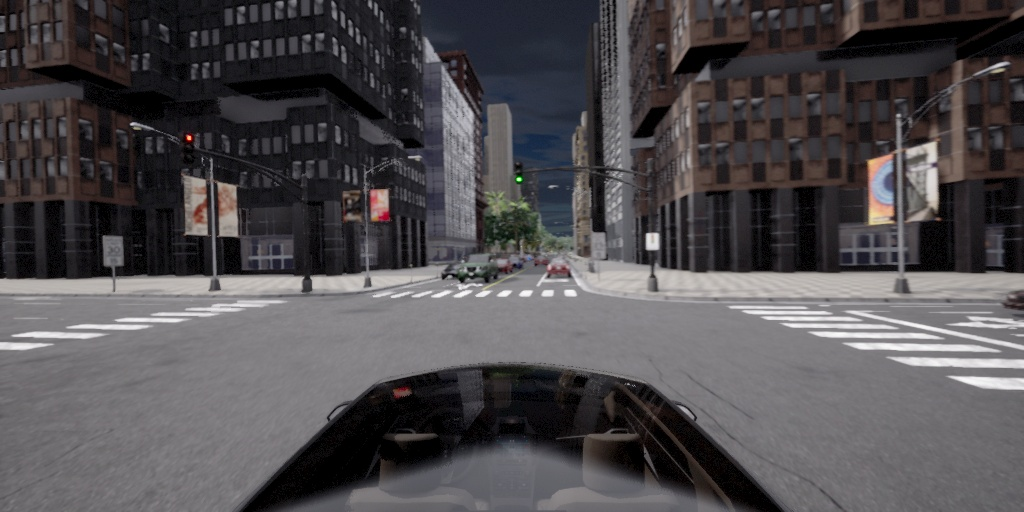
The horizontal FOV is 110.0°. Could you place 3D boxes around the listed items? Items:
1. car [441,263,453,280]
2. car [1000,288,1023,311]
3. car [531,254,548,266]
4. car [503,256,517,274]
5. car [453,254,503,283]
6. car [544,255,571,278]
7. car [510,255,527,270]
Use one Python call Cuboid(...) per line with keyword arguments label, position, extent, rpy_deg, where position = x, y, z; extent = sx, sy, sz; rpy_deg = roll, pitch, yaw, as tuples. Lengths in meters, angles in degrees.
Cuboid(label="car", position=(-4.598, 1.236, 30.465), extent=(1.948, 1.339, 4.313), rpy_deg=(0, 0, 8))
Cuboid(label="car", position=(16.782, 1.053, 9.279), extent=(5.357, 1.411, 2.033), rpy_deg=(-1, 1, 9))
Cuboid(label="car", position=(4.636, 0.682, 56.172), extent=(2.097, 1.767, 4.553), rpy_deg=(-1, 0, 8))
Cuboid(label="car", position=(-1.050, 1.031, 36.906), extent=(1.882, 1.535, 5.008), rpy_deg=(-1, 0, 8))
Cuboid(label="car", position=(-2.396, 0.853, 27.005), extent=(2.150, 2.045, 5.566), rpy_deg=(-1, 0, 8))
Cuboid(label="car", position=(3.849, 0.906, 29.330), extent=(1.967, 1.591, 4.097), rpy_deg=(0, 0, 8))
Cuboid(label="car", position=(0.302, 0.829, 46.569), extent=(2.097, 1.767, 4.553), rpy_deg=(-1, 0, 8))
